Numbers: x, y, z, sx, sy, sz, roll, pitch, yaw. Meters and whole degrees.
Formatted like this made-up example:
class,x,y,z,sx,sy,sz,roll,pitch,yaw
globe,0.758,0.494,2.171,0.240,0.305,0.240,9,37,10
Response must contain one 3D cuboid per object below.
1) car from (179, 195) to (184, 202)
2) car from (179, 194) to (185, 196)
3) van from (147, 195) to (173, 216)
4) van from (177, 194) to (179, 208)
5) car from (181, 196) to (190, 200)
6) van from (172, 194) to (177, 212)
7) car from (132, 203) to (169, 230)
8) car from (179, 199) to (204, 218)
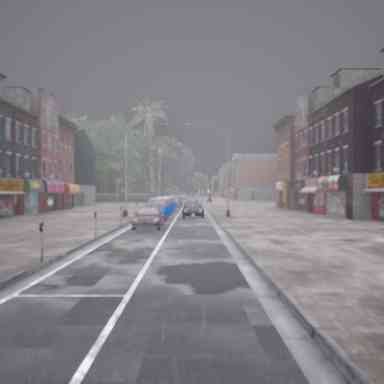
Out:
class,x,y,z,sx,sy,sz,roll,pitch,yaw
car,-2.636,1.531,48.077,2.008,1.369,4.403,0,0,0
car,-2.637,1.299,53.541,2.192,1.841,5.009,0,0,0
van,-2.637,1.321,26.220,1.690,1.788,3.998,0,0,0
van,-2.637,1.321,37.149,1.690,1.788,3.998,0,0,0
car,0.058,1.544,41.134,1.994,1.385,4.181,0,0,0
van,-2.637,1.321,31.684,1.690,1.788,3.998,0,0,0
car,-2.637,1.562,20.755,1.802,1.307,4.206,0,0,0
car,0.093,1.581,29.250,1.895,1.301,4.718,0,0,0
